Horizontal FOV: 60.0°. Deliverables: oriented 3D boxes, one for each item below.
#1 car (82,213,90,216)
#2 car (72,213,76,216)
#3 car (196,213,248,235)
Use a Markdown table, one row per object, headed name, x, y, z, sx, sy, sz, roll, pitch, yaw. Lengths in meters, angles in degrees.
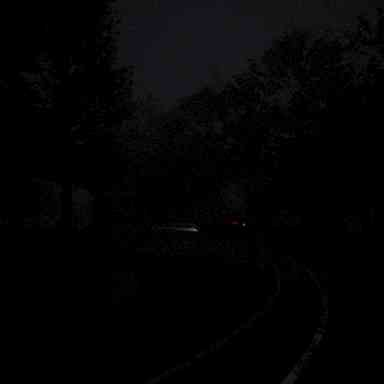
| name | x | y | z | sx | sy | sz | roll | pitch | yaw |
| --- | --- | --- | --- | --- | --- | --- | --- | --- | --- |
| car | -25.032 | 5.674 | 79.214 | 1.994 | 1.385 | 4.181 | 0 | -6 | -13 |
| car | -28.370 | 5.617 | 78.109 | 2.128 | 1.511 | 4.902 | 0 | -6 | -13 |
| car | 2.155 | 2.150 | 23.459 | 1.994 | 1.385 | 4.181 | 1 | -1 | -39 |
